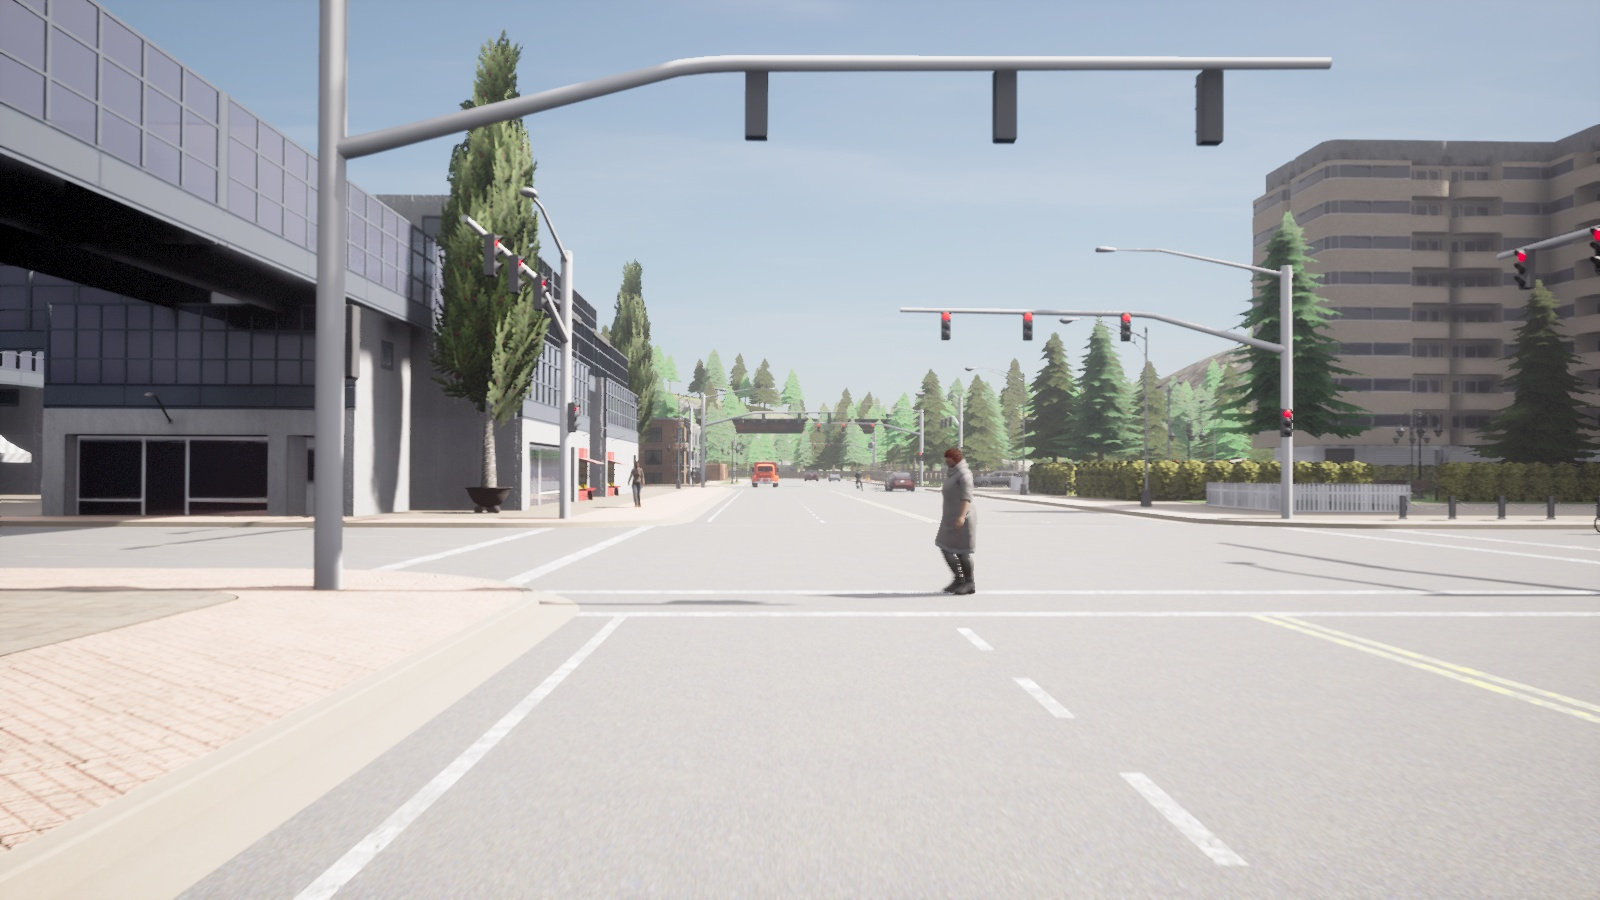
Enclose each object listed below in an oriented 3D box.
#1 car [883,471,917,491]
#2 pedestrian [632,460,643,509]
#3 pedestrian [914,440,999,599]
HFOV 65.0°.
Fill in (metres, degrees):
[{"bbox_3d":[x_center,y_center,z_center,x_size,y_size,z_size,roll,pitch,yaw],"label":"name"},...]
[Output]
[{"bbox_3d":[7.800,2.425,98.061,2.163,1.488,4.792,0,-1,-2],"label":"car"},{"bbox_3d":[-6.095,1.285,47.028,0.328,1.805,0.869,0,-1,-2],"label":"pedestrian"},{"bbox_3d":[1.973,0.861,15.902,0.873,1.952,0.659,0,-1,-15],"label":"pedestrian"}]
